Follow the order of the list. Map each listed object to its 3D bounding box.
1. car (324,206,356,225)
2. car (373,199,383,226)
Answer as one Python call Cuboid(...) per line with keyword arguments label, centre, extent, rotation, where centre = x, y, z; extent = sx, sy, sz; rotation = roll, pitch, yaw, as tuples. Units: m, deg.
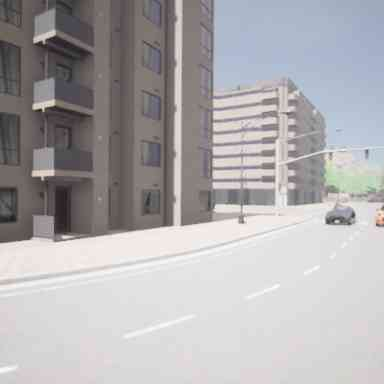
Cuboid(label="car", centre=(12.126, 1.829, 26.900), extent=(2.033, 1.411, 5.357), rotation=(0, -1, 32))
Cuboid(label="car", centre=(15.064, 1.636, 24.996), extent=(2.097, 1.767, 4.553), rotation=(0, 0, 32))
